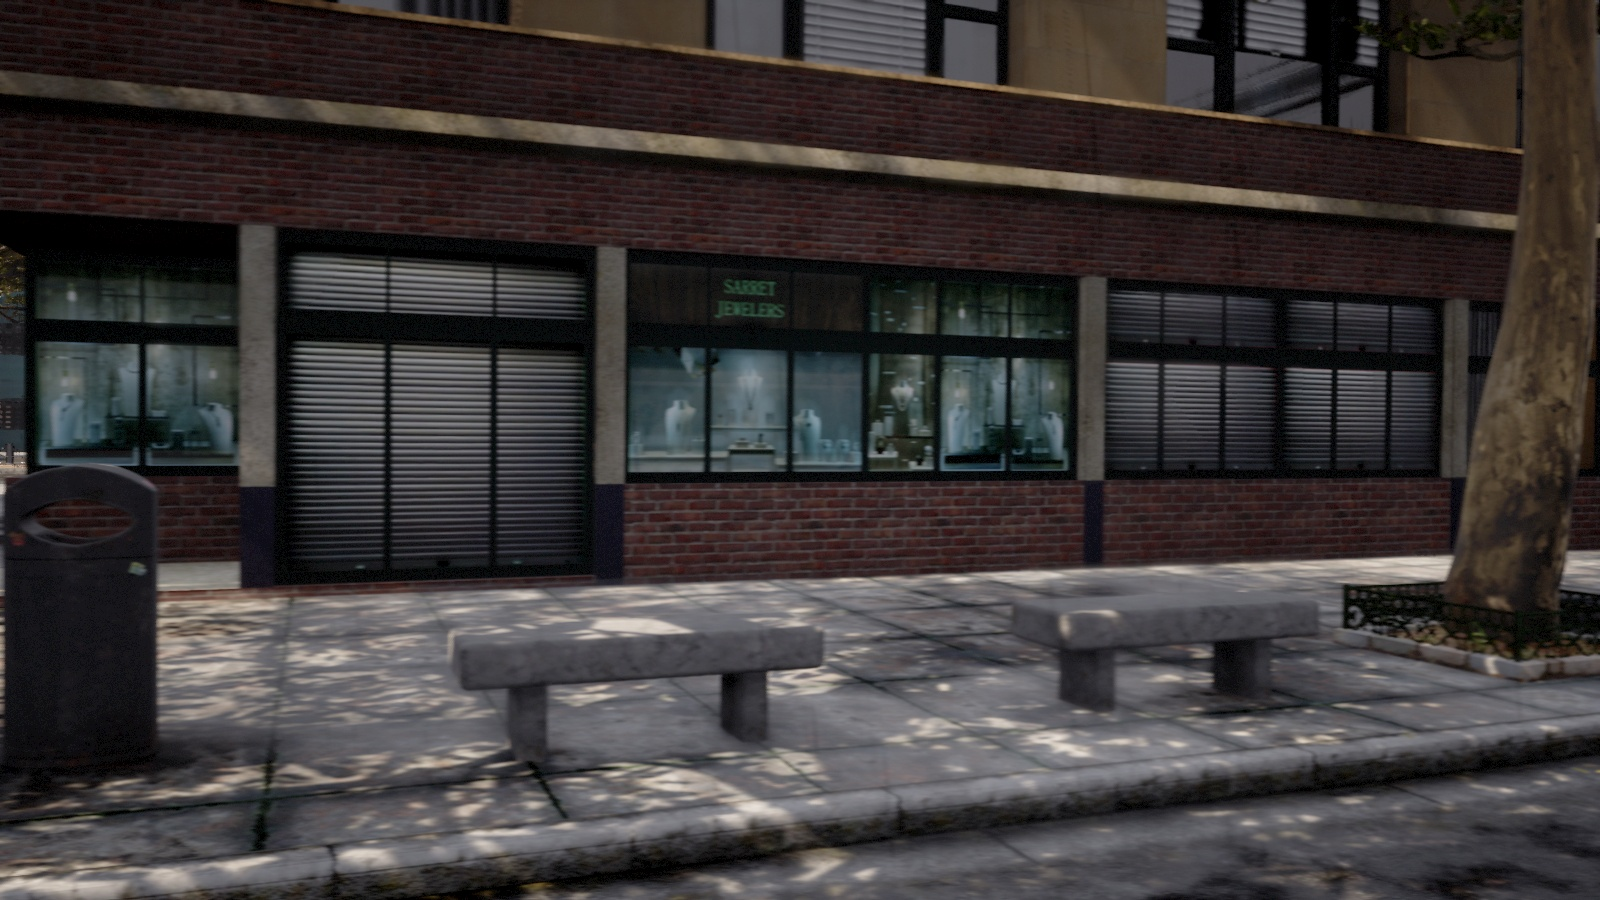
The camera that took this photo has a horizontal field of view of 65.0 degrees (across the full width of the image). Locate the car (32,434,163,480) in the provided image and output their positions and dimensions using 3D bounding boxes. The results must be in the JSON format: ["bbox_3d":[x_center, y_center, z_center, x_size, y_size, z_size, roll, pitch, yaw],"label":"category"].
[{"bbox_3d":[-25.835,0.231,46.335,3.988,1.617,1.851,-1,1,-21],"label":"car"}]
